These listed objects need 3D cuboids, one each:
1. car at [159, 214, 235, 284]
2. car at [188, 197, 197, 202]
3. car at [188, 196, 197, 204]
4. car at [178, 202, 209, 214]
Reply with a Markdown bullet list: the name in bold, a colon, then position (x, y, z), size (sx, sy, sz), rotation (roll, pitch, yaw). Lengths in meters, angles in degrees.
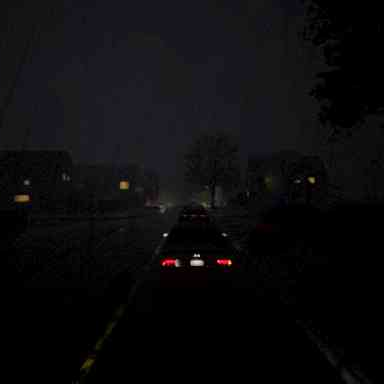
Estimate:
- **car**: position (0.097, 1.606, 9.769), size (2.033, 1.411, 5.357), rotation (0, 0, 0)
- **car**: position (0.021, 2.125, 70.126), size (1.895, 1.301, 4.718), rotation (0, -1, 0)
- **car**: position (0.023, 1.875, 80.115), size (2.097, 1.767, 4.553), rotation (0, -1, 0)
- **car**: position (0.106, 1.625, 21.745), size (2.128, 1.511, 4.902), rotation (0, 0, 0)
